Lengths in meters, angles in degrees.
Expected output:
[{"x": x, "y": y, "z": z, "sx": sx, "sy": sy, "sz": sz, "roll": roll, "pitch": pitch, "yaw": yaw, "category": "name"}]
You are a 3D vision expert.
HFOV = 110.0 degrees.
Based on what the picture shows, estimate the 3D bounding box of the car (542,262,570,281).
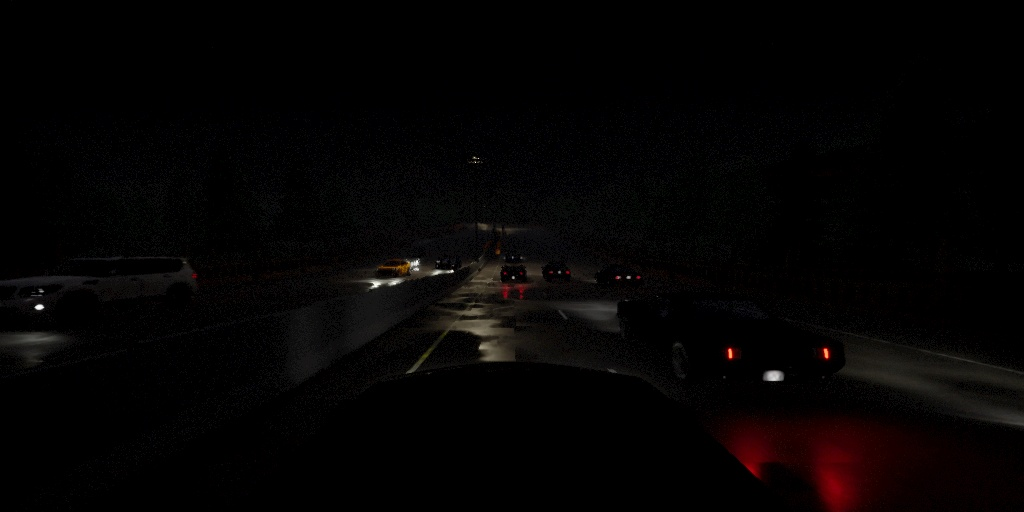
[{"x": 3.607, "y": 1.208, "z": 29.780, "sx": 2.033, "sy": 1.411, "sz": 5.357, "roll": 0, "pitch": 2, "yaw": 0, "category": "car"}]

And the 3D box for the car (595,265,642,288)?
[{"x": 7.106, "y": 1.328, "z": 24.352, "sx": 2.033, "sy": 1.411, "sz": 5.357, "roll": 0, "pitch": 1, "yaw": 0, "category": "car"}]

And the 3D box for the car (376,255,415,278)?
[{"x": -10.588, "y": 1.044, "z": 32.296, "sx": 1.882, "sy": 1.535, "sz": 5.008, "roll": 0, "pitch": 2, "yaw": 0, "category": "car"}]

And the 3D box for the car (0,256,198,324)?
[{"x": -14.096, "y": 1.001, "z": 12.528, "sx": 2.150, "sy": 2.045, "sz": 5.566, "roll": 0, "pitch": 0, "yaw": 0, "category": "car"}]

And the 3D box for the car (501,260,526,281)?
[{"x": 0.107, "y": 1.277, "z": 29.265, "sx": 1.895, "sy": 1.301, "sz": 4.718, "roll": 0, "pitch": 2, "yaw": 0, "category": "car"}]

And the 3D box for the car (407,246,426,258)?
[{"x": -14.041, "y": -0.621, "z": 52.824, "sx": 2.128, "sy": 1.511, "sz": 4.902, "roll": 0, "pitch": 6, "yaw": 1, "category": "car"}]

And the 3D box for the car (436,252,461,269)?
[{"x": -7.075, "y": 0.466, "z": 40.090, "sx": 2.097, "sy": 1.767, "sz": 4.553, "roll": 0, "pitch": 4, "yaw": 0, "category": "car"}]

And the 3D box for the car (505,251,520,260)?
[{"x": 0.113, "y": -0.038, "z": 48.201, "sx": 1.994, "sy": 1.385, "sz": 4.181, "roll": 0, "pitch": 6, "yaw": 0, "category": "car"}]

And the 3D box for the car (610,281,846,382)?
[{"x": 3.602, "y": 1.365, "z": 7.151, "sx": 1.895, "sy": 1.301, "sz": 4.718, "roll": 0, "pitch": 0, "yaw": 0, "category": "car"}]
